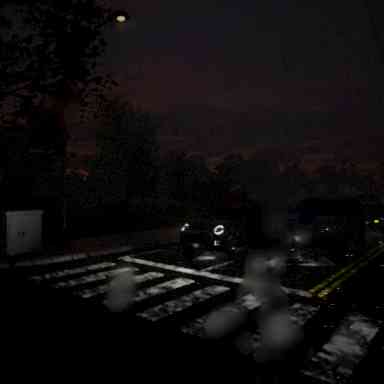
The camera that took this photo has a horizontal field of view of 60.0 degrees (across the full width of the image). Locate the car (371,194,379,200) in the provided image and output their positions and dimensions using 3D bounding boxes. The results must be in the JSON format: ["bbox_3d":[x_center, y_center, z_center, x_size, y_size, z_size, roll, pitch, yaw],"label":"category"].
[{"bbox_3d":[17.137,1.227,33.082,2.150,2.045,5.566,0,1,39],"label":"car"}]

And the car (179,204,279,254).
[{"bbox_3d":[1.520,1.348,13.780,2.097,1.767,4.553,0,0,39],"label":"car"}]

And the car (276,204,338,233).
[{"bbox_3d":[7.425,1.549,21.087,2.033,1.411,5.357,0,0,39],"label":"car"}]

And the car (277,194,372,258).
[{"bbox_3d":[5.314,1.222,13.303,2.150,2.045,5.566,0,0,39],"label":"car"}]

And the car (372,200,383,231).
[{"bbox_3d":[11.396,1.509,20.828,1.837,1.490,4.892,0,0,39],"label":"car"}]
